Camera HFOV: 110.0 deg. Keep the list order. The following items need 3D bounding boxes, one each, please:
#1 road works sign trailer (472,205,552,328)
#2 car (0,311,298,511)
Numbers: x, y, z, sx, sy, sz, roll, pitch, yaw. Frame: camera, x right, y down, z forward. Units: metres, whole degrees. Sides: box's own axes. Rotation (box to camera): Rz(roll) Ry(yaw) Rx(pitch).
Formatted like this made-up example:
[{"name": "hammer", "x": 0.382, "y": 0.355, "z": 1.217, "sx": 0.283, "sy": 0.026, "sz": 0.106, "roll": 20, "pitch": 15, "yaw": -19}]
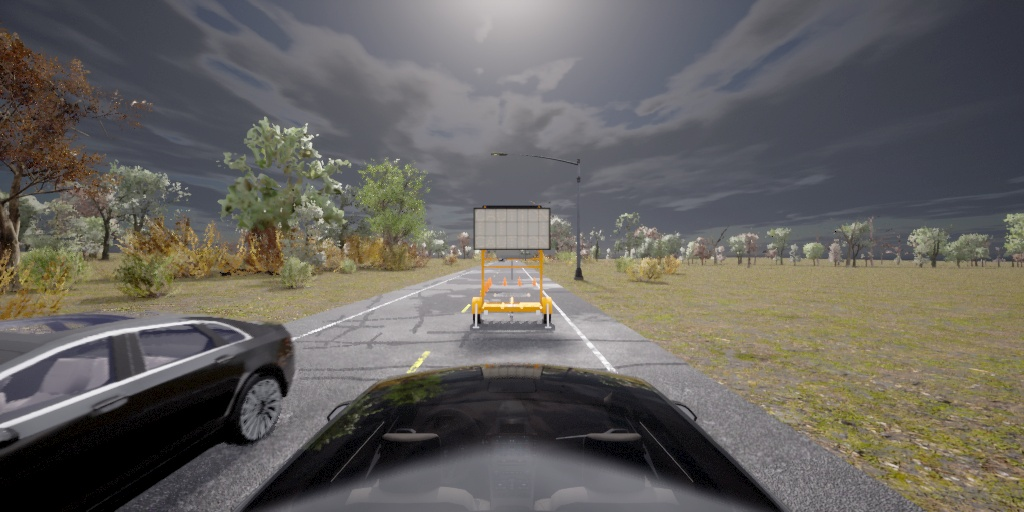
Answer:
[{"name": "road works sign trailer", "x": 0.001, "y": 0.216, "z": 11.333, "sx": 2.380, "sy": 3.560, "sz": 2.880, "roll": 0, "pitch": 0, "yaw": 0}, {"name": "car", "x": -3.599, "y": 1.242, "z": 2.475, "sx": 2.128, "sy": 1.511, "sz": 4.902, "roll": 0, "pitch": 0, "yaw": 0}]
